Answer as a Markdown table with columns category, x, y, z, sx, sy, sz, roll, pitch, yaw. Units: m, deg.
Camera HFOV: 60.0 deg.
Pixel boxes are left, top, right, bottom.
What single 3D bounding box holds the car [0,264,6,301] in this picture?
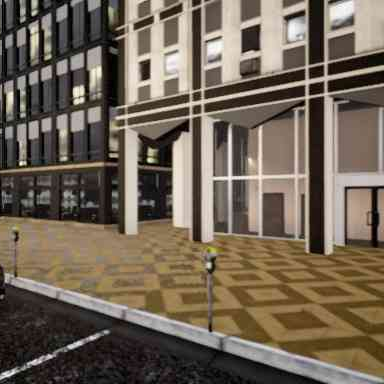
| category | x | y | z | sx | sy | sz | roll | pitch | yaw |
| --- | --- | --- | --- | --- | --- | --- | --- | --- | --- |
| car | -5.462 | 1.584 | 6.754 | 4.403 | 1.369 | 2.008 | 0 | 0 | 35 |
